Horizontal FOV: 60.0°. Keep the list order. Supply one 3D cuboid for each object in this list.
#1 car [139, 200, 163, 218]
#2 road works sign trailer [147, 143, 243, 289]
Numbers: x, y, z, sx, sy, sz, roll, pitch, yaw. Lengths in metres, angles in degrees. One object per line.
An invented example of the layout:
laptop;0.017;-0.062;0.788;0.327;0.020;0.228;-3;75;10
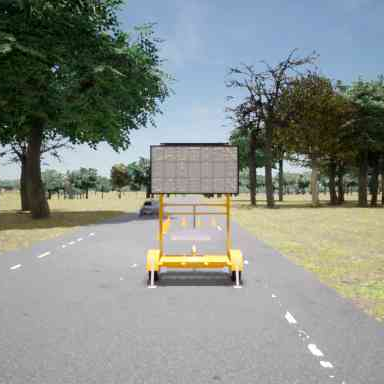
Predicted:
car;-3.690;1.509;30.569;1.837;1.490;4.892;0;0;0
road works sign trailer;0.067;0.461;9.161;2.380;3.560;2.880;0;0;0
